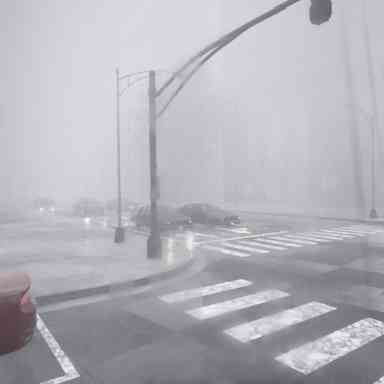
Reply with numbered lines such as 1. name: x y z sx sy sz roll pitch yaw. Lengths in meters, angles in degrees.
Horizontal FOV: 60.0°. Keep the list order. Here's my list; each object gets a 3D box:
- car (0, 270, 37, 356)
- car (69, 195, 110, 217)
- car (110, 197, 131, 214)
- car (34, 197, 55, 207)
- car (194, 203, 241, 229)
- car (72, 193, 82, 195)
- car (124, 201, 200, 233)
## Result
1. car: -4.196 1.545 3.665 4.507 1.381 1.887 0 -1 -36
2. car: -9.436 1.338 30.129 1.837 1.490 4.892 -1 1 -35
3. car: -6.852 1.276 32.108 2.128 1.511 4.902 -1 1 -35
4. car: -20.041 1.288 45.091 1.895 1.301 4.718 -1 1 -35
5. car: 0.677 1.439 21.514 2.033 1.411 5.357 -1 1 -39
6. car: -22.856 0.926 66.030 1.812 1.442 4.674 -1 1 -36
7. car: -1.971 1.485 19.716 2.033 1.411 5.357 -1 1 -32
